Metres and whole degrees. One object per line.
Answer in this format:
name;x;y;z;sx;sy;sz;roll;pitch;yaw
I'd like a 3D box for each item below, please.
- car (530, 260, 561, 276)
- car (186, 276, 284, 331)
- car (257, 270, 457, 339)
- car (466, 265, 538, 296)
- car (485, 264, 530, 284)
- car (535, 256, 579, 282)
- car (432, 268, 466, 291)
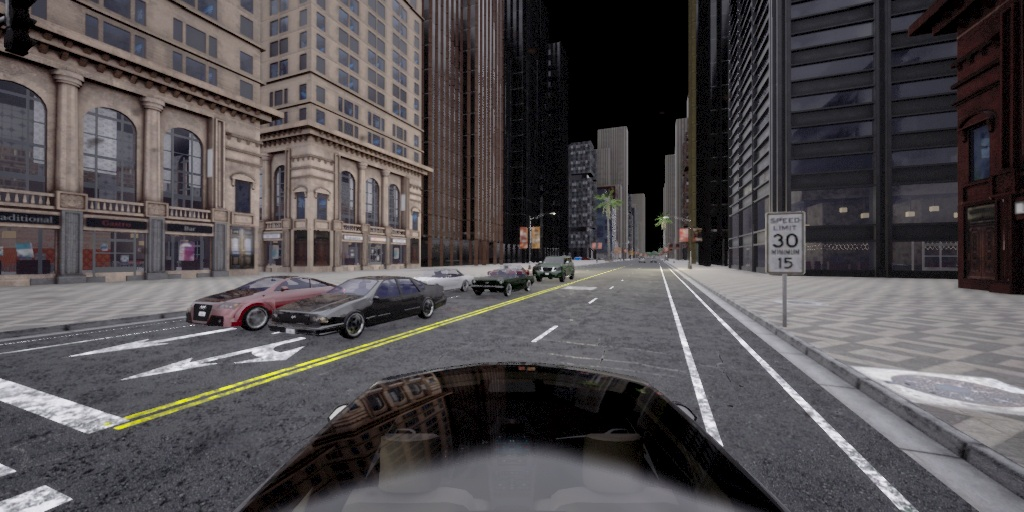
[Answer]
car;3.645;1.249;37.903;1.882;1.535;5.008;0;0;23
car;-7.254;1.315;11.106;1.994;1.385;4.181;0;0;22
car;-3.986;1.299;10.525;2.033;1.411;5.357;0;0;22
car;-0.384;1.357;19.412;1.895;1.301;4.718;0;0;22
car;-0.224;1.363;28.459;1.895;1.301;4.718;0;0;22
car;3.638;0.985;29.324;2.150;2.045;5.566;0;0;22
car;-3.967;1.356;19.227;1.895;1.301;4.718;0;0;22
